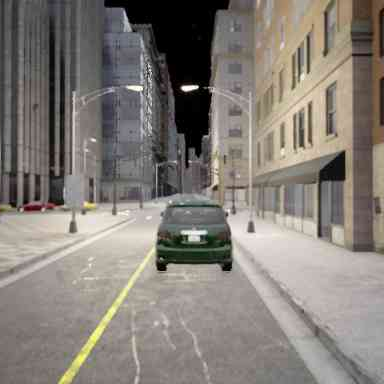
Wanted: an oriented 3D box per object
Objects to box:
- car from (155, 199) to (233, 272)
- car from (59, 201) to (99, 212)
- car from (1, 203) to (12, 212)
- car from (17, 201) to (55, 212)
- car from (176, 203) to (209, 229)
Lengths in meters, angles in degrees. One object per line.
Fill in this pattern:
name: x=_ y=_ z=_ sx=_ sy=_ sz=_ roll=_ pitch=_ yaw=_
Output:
car: x=0.070 y=1.247 z=11.053 sx=2.150 sy=2.045 sz=5.566 roll=0 pitch=0 yaw=0
car: x=-14.503 y=1.767 z=42.688 sx=4.829 sy=1.417 sz=1.752 roll=-1 pitch=0 yaw=0
car: x=-25.751 y=1.880 z=42.594 sx=4.829 sy=1.417 sz=1.752 roll=-1 pitch=0 yaw=0
car: x=-19.957 y=1.841 z=42.642 sx=4.507 sy=1.381 sz=1.887 roll=-1 pitch=0 yaw=0
car: x=0.040 y=1.591 z=23.266 sx=2.033 sy=1.411 sz=5.357 roll=0 pitch=0 yaw=0
